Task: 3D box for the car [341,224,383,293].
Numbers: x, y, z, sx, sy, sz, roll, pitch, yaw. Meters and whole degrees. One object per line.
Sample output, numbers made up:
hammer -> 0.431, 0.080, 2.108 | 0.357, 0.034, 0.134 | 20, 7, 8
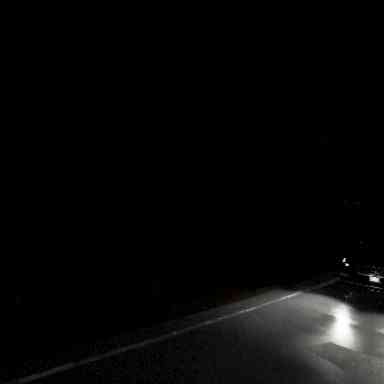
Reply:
car -> 5.528, 1.537, 8.399 | 4.892, 1.490, 1.837 | 0, 0, -42
